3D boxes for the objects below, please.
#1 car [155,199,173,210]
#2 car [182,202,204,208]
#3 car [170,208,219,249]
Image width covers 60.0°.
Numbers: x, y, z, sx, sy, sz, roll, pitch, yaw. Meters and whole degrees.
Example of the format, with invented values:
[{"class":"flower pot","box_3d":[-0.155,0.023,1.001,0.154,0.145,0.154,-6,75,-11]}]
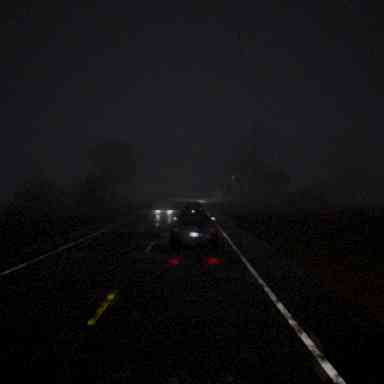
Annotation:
[{"class":"car","box_3d":[-3.590,1.593,43.705,1.812,1.442,4.674,0,0,0]},{"class":"car","box_3d":[0.089,1.619,30.044,1.994,1.385,4.181,0,0,0]},{"class":"car","box_3d":[0.085,1.598,14.663,1.994,1.385,4.181,0,0,0]}]
